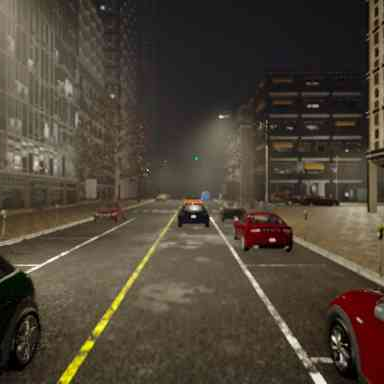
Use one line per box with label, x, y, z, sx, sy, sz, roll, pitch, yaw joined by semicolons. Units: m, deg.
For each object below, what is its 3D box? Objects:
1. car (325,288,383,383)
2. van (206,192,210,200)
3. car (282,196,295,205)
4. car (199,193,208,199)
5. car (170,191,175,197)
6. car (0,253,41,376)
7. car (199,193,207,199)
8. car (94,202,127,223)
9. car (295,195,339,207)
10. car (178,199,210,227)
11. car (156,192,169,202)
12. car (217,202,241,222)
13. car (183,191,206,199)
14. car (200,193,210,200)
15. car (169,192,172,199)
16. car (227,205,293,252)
car;2.700;1.422;2.762;1.967;1.590;4.097;1;0;0
van;2.835;0.834;67.575;1.690;1.788;3.998;1;0;0
car;15.199;1.174;47.893;4.403;1.369;2.008;0;0;1
car;2.771;0.961;78.893;1.947;1.339;4.313;1;1;0
car;-5.743;0.922;78.755;1.752;1.417;4.829;1;0;0
car;-3.096;1.334;2.587;2.097;1.767;4.553;0;0;0
car;2.728;0.889;84.548;1.887;1.381;4.507;1;1;0
car;-5.792;1.417;24.015;1.802;1.307;4.206;1;0;0
car;15.118;1.136;39.513;4.507;1.381;1.887;0;0;1
car;0.102;1.416;21.668;1.994;1.385;4.181;0;0;0
car;-5.807;1.061;62.426;1.752;1.417;4.829;1;0;0
car;2.811;1.386;24.014;2.008;1.369;4.403;1;0;0
car;0.096;1.083;35.572;2.097;1.767;4.553;0;1;0
car;2.815;0.995;73.237;2.008;1.369;4.403;1;0;0
car;-5.807;1.043;67.608;2.008;1.369;4.403;1;0;0
car;2.699;1.455;13.390;1.887;1.381;4.507;1;0;0
